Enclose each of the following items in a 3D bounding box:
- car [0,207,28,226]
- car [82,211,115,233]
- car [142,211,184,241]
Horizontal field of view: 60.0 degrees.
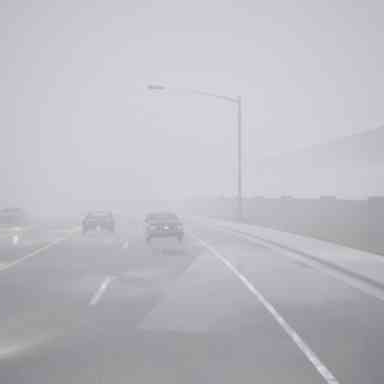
[{"bbox_3d":[-15.011,1.983,27.707,1.882,1.535,5.008,0,-1,-17],"label":"car"},{"bbox_3d":[-6.046,1.901,21.951,1.895,1.301,4.718,0,-1,-12],"label":"car"},{"bbox_3d":[-1.612,1.723,17.625,2.033,1.411,5.357,0,-1,-10],"label":"car"}]
